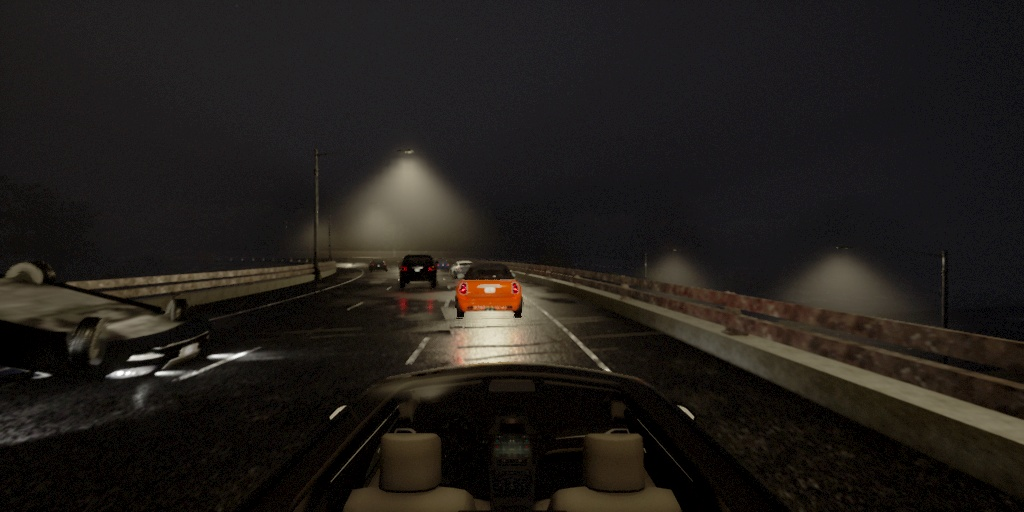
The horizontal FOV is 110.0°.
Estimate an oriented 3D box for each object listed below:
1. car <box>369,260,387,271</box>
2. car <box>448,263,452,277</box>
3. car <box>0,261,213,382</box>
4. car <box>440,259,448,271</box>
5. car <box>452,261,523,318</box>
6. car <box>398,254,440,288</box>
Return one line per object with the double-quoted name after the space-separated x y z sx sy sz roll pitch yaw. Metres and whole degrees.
-16.739 1.137 44.691 1.994 1.385 4.181 0 0 -24 "car"
-4.081 1.149 30.216 1.812 1.442 4.674 0 0 -15 "car"
-8.356 1.329 6.477 4.902 1.511 2.128 15 4 -3 "car"
-9.185 1.109 44.962 2.033 1.411 5.357 0 0 -23 "car"
-0.904 1.050 12.993 2.097 1.767 4.553 0 0 -6 "car"
-6.001 0.881 23.385 2.150 2.045 5.566 0 1 -11 "car"
